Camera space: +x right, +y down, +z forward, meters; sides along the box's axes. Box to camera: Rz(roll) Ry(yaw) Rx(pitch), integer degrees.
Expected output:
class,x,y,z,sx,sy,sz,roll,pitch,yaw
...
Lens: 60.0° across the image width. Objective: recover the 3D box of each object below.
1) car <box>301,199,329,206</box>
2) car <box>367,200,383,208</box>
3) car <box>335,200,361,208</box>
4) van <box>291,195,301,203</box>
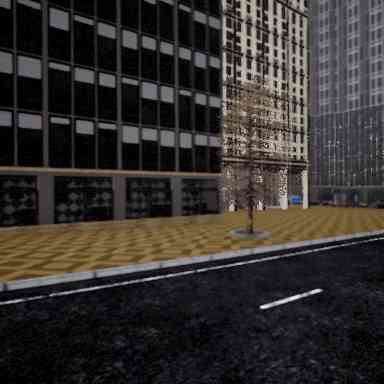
class,x,y,z,sx,sy,sz,roll,pitch,yaw
car,22.756,1.904,60.651,1.947,1.339,4.313,0,0,-37
car,29.558,1.979,51.542,1.947,1.339,4.313,0,0,-37
car,26.140,1.957,56.085,1.802,1.307,4.206,0,0,-37
van,22.620,1.544,74.802,1.690,1.788,3.998,0,0,-37
